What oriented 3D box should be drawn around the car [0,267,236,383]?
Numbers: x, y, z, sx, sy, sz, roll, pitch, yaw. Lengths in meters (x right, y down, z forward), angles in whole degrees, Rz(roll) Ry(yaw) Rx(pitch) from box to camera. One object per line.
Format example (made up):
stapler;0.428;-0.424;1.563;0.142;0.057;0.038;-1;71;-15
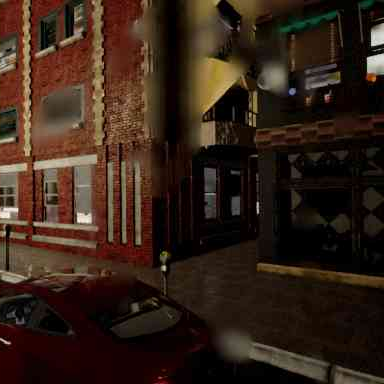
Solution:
car;-1.515;1.583;3.934;4.206;1.307;1.802;0;-1;36
